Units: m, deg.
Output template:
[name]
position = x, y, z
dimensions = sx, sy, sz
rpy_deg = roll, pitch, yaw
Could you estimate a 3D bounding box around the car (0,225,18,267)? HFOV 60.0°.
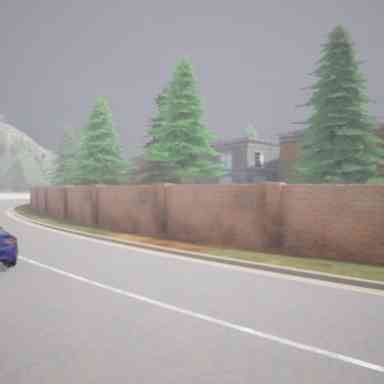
[car]
position = -6.817, 1.444, 10.015
dimensions = 4.674, 1.442, 1.812
rpy_deg = 1, 0, 43
